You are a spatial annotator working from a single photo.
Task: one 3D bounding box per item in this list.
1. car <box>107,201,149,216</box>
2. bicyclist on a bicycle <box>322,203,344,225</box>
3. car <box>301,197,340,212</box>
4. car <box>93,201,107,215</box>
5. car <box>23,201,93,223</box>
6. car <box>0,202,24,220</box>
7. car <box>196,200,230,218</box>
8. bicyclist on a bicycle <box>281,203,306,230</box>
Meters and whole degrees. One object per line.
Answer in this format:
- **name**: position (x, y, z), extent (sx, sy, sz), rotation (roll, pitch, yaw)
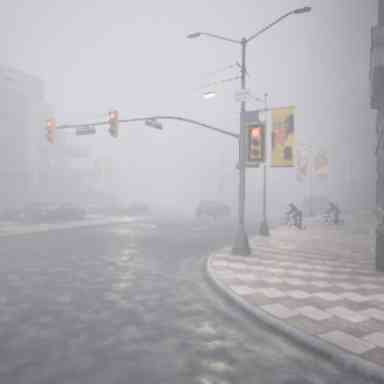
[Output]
- **car**: position (-6.242, 1.665, 34.404), extent (1.812, 1.442, 4.674), rotation (1, 0, 28)
- **bicyclist on a bicycle**: position (10.046, 1.584, 23.671), extent (1.656, 1.620, 0.582), rotation (0, 0, -7)
- **car**: position (18.334, 1.757, 47.510), extent (5.566, 2.045, 2.150), rotation (1, -1, -20)
- **car**: position (-9.048, 1.664, 36.593), extent (2.033, 1.411, 5.357), rotation (1, 0, 28)
- **car**: position (-10.453, 1.560, 26.358), extent (1.812, 1.442, 4.674), rotation (1, 0, 28)
- **car**: position (-13.558, 1.509, 27.957), extent (1.837, 1.490, 4.892), rotation (1, 0, 27)
- **car**: position (2.173, 1.591, 32.917), extent (2.097, 1.767, 4.553), rotation (1, 0, 27)
- **bicyclist on a bicycle**: position (6.271, 1.515, 20.547), extent (1.656, 1.620, 0.582), rotation (0, -1, 43)
